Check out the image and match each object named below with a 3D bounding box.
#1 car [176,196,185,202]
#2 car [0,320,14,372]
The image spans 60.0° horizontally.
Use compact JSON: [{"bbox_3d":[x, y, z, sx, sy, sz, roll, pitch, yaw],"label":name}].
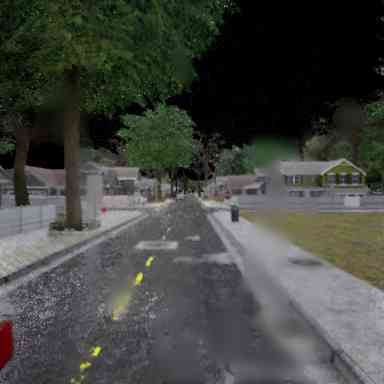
[{"bbox_3d":[-2.727,1.531,78.230,1.994,1.385,4.181,0,0,0],"label":"car"},{"bbox_3d":[-2.851,1.601,1.347,1.895,1.301,4.718,0,0,0],"label":"car"}]
